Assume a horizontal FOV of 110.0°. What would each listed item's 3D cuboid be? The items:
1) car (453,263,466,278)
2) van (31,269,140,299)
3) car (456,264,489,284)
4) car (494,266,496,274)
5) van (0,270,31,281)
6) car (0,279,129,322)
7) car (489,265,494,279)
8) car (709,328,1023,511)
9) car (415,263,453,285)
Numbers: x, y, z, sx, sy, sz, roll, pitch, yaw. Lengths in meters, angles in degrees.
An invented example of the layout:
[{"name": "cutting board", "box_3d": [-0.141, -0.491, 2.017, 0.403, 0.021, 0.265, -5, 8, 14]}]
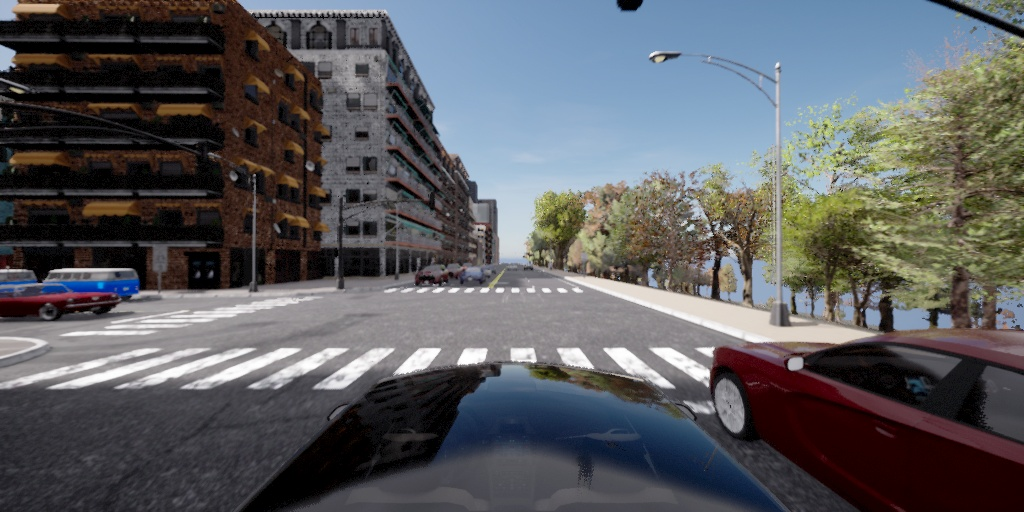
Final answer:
[{"name": "car", "box_3d": [-6.608, 1.589, 38.791, 2.097, 1.767, 4.553, 0, -1, 0]}, {"name": "van", "box_3d": [-22.723, 1.578, 19.388, 3.998, 1.789, 1.690, 0, 0, -1]}, {"name": "car", "box_3d": [-3.363, 1.666, 31.565, 1.812, 1.442, 4.674, 0, -1, 1]}, {"name": "car", "box_3d": [-3.350, 1.991, 52.823, 1.994, 1.385, 4.181, 0, -1, 0]}, {"name": "van", "box_3d": [-28.324, 1.650, 19.309, 3.998, 1.789, 1.690, 0, 0, -1]}, {"name": "car", "box_3d": [-18.101, 1.727, 13.666, 4.718, 1.301, 1.895, -1, -1, -1]}, {"name": "car", "box_3d": [-3.360, 1.863, 40.672, 1.895, 1.301, 4.718, 0, -1, 0]}, {"name": "car", "box_3d": [3.350, 1.237, 2.404, 1.882, 1.535, 5.008, 0, 0, 0]}, {"name": "car", "box_3d": [-6.604, 1.471, 29.973, 2.097, 1.767, 4.553, 0, -1, 0]}]
